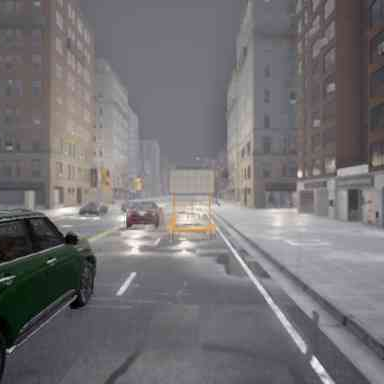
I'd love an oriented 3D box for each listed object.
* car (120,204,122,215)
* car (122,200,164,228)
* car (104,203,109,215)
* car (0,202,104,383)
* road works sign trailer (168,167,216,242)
[{"bbox_3d":[-6.593,1.647,36.553,2.128,1.511,4.902,0,0,0],"label":"car"},{"bbox_3d":[-3.145,1.449,23.063,2.097,1.767,4.553,0,0,0],"label":"car"},{"bbox_3d":[-9.846,1.691,33.886,2.033,1.411,5.357,0,0,0],"label":"car"},{"bbox_3d":[-3.148,1.242,4.872,2.150,2.045,5.566,0,0,0],"label":"car"},{"bbox_3d":[0.003,0.536,16.896,2.380,3.560,2.880,0,0,0],"label":"road works sign trailer"}]
